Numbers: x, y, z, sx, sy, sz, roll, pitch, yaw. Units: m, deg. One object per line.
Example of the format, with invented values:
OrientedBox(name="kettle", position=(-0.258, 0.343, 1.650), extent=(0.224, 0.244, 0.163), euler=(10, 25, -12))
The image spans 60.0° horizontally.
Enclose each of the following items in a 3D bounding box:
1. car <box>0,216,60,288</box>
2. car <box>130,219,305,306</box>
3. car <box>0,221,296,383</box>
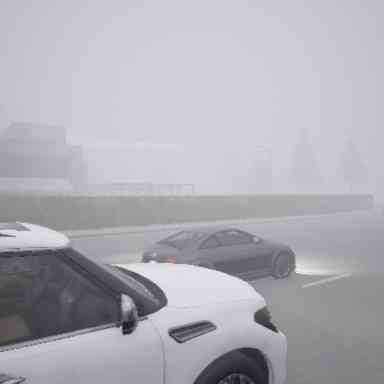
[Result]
OrientedBox(name="car", position=(-6.034, 1.491, 8.041), extent=(4.902, 1.511, 2.128), euler=(0, 0, -35))
OrientedBox(name="car", position=(0.760, 1.565, 8.587), extent=(4.181, 1.385, 1.994), euler=(0, 0, -35))
OrientedBox(name="car", position=(-1.722, 1.221, 2.517), extent=(5.566, 2.045, 2.150), euler=(0, 0, -35))
